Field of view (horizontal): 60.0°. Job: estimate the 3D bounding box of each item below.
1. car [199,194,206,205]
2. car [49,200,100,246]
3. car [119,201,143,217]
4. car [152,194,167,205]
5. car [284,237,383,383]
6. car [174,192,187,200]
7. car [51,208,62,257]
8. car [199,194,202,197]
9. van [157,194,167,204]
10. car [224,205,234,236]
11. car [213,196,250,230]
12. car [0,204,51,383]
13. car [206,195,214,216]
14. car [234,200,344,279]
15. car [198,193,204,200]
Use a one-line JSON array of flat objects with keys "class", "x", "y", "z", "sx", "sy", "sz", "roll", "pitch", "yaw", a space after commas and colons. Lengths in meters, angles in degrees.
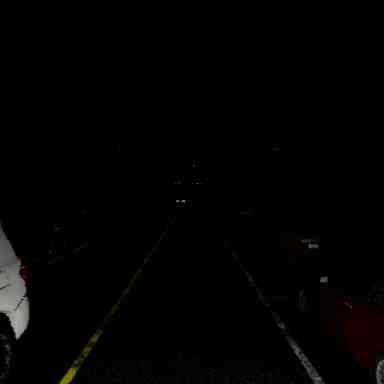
[{"class": "car", "x": 2.780, "y": 1.551, "z": 58.450, "sx": 1.947, "sy": 1.339, "sz": 4.313, "roll": 0, "pitch": 0, "yaw": 0}, {"class": "car", "x": -5.758, "y": 1.322, "z": 15.447, "sx": 2.192, "sy": 1.841, "sz": 5.009, "roll": 0, "pitch": 0, "yaw": 0}, {"class": "car", "x": -5.753, "y": 1.574, "z": 31.912, "sx": 1.947, "sy": 1.339, "sz": 4.313, "roll": 0, "pitch": 0, "yaw": 0}, {"class": "car", "x": -5.745, "y": 1.300, "z": 58.471, "sx": 2.192, "sy": 1.841, "sz": 5.009, "roll": 0, "pitch": 0, "yaw": 0}, {"class": "car", "x": 2.764, "y": 1.584, "z": 4.457, "sx": 1.802, "sy": 1.307, "sz": 4.206, "roll": 0, "pitch": 0, "yaw": 0}, {"class": "car", "x": -2.976, "y": 1.292, "z": 87.666, "sx": 2.097, "sy": 1.767, "sz": 4.553, "roll": 0, "pitch": 0, "yaw": 0}, {"class": "car", "x": -5.759, "y": 1.445, "z": 9.960, "sx": 1.967, "sy": 1.590, "sz": 4.097, "roll": 0, "pitch": 0, "yaw": 0}, {"class": "car", "x": 2.782, "y": 1.560, "z": 63.870, "sx": 1.802, "sy": 1.307, "sz": 4.206, "roll": 0, "pitch": 0, "yaw": 0}, {"class": "van", "x": -5.743, "y": 1.319, "z": 63.891, "sx": 1.690, "sy": 1.788, "sz": 3.998, "roll": 0, "pitch": 0, "yaw": 0}, {"class": "car", "x": 2.767, "y": 1.533, "z": 15.600, "sx": 1.752, "sy": 1.417, "sz": 4.829, "roll": 0, "pitch": 0, "yaw": 0}, {"class": "car", "x": 2.769, "y": 1.325, "z": 20.917, "sx": 2.192, "sy": 1.841, "sz": 5.009, "roll": 0, "pitch": 0, "yaw": 0}, {"class": "car", "x": -3.100, "y": 1.222, "z": 1.917, "sx": 2.150, "sy": 2.045, "sz": 5.566, "roll": 0, "pitch": 0, "yaw": 0}, {"class": "car", "x": 2.773, "y": 1.324, "z": 31.891, "sx": 2.192, "sy": 1.841, "sz": 5.009, "roll": 0, "pitch": 0, "yaw": 0}, {"class": "car", "x": 2.766, "y": 1.320, "z": 9.943, "sx": 2.192, "sy": 1.841, "sz": 5.009, "roll": 0, "pitch": 0, "yaw": 0}, {"class": "car", "x": 2.784, "y": 1.411, "z": 69.290, "sx": 1.967, "sy": 1.590, "sz": 4.097, "roll": 0, "pitch": 0, "yaw": 0}]
